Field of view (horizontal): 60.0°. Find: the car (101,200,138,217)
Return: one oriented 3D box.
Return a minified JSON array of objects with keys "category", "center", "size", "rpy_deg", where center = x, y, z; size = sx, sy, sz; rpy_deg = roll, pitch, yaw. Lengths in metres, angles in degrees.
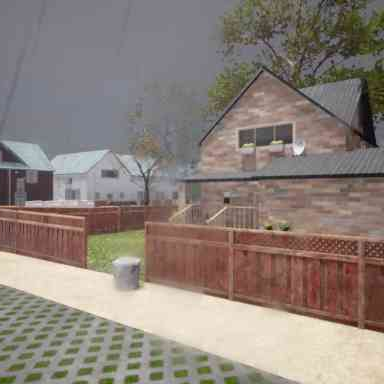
[{"category":"car","center":[-6.970,1.574,31.203],"size":[2.097,1.767,4.553],"rpy_deg":[0,-1,37]}]

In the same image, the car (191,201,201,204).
[{"category":"car","center":[1.011,1.837,41.845],"size":[2.128,1.511,4.902],"rpy_deg":[0,0,37]}]
